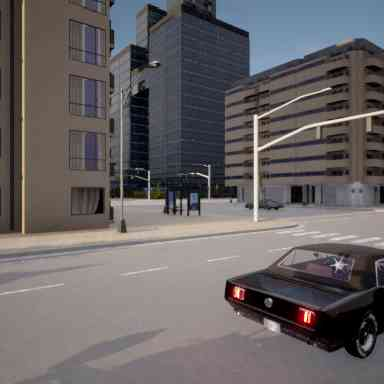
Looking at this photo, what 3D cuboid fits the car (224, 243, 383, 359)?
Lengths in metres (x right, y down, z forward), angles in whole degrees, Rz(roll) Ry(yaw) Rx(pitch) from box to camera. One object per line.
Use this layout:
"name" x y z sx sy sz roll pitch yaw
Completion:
"car" 2.922 1.601 6.009 4.718 1.301 1.895 0 0 -36

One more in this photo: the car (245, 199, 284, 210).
"car" 9.302 1.603 43.046 2.033 1.411 5.357 0 0 -38
